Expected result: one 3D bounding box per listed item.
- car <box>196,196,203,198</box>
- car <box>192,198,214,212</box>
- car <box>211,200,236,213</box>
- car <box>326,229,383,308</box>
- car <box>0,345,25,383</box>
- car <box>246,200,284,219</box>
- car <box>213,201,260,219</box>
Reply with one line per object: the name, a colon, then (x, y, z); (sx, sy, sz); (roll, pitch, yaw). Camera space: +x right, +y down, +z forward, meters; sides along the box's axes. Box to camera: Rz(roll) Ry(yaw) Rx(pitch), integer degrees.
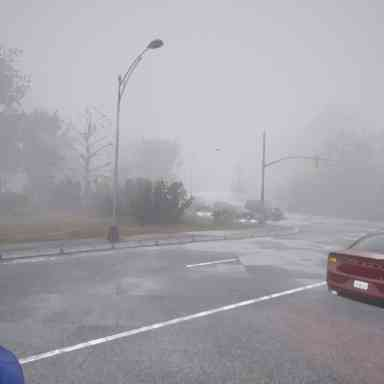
car: (1.269, 1.603, 59.652); (1.837, 1.490, 4.892); (2, 2, -11)
car: (1.143, 2.001, 46.146); (1.895, 1.301, 4.718); (3, 1, -17)
car: (4.412, 2.043, 47.494); (1.837, 1.490, 4.892); (3, 1, -17)
car: (5.041, 1.556, 7.383); (5.008, 1.535, 1.882); (1, -1, -35)
car: (-3.415, 1.481, 1.304); (5.008, 1.535, 1.882); (0, 0, -36)
car: (7.986, 1.932, 37.704); (2.150, 2.045, 5.566); (3, -1, -22)
car: (4.736, 2.108, 36.316); (2.033, 1.411, 5.357); (3, -1, -23)
